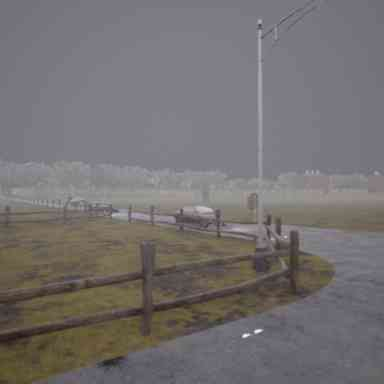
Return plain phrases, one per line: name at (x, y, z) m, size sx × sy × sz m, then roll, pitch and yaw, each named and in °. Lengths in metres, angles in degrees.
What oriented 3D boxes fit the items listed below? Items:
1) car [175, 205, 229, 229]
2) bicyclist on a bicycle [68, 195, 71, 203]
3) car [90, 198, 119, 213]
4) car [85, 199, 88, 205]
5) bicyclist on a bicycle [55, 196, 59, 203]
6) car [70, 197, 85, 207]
car at (0.550, 1.664, 23.184) m, size 1.812 × 1.442 × 4.674 m, roll -1°, pitch 1°, yaw -36°
bicyclist on a bicycle at (-23.261, 1.493, 63.144) m, size 0.659 × 1.776 × 1.843 m, roll -1°, pitch 1°, yaw -35°
car at (-9.905, 1.766, 37.979) m, size 1.994 × 1.385 × 4.181 m, roll -1°, pitch 1°, yaw -35°
car at (-12.995, 1.649, 47.362) m, size 2.128 × 1.511 × 4.902 m, roll -1°, pitch 1°, yaw -35°
bicyclist on a bicycle at (-28.453, 1.551, 70.499) m, size 0.866 × 1.612 × 1.509 m, roll -1°, pitch 1°, yaw -35°
car at (-19.028, 1.654, 55.836) m, size 1.837 × 1.490 × 4.892 m, roll -1°, pitch 1°, yaw -35°
